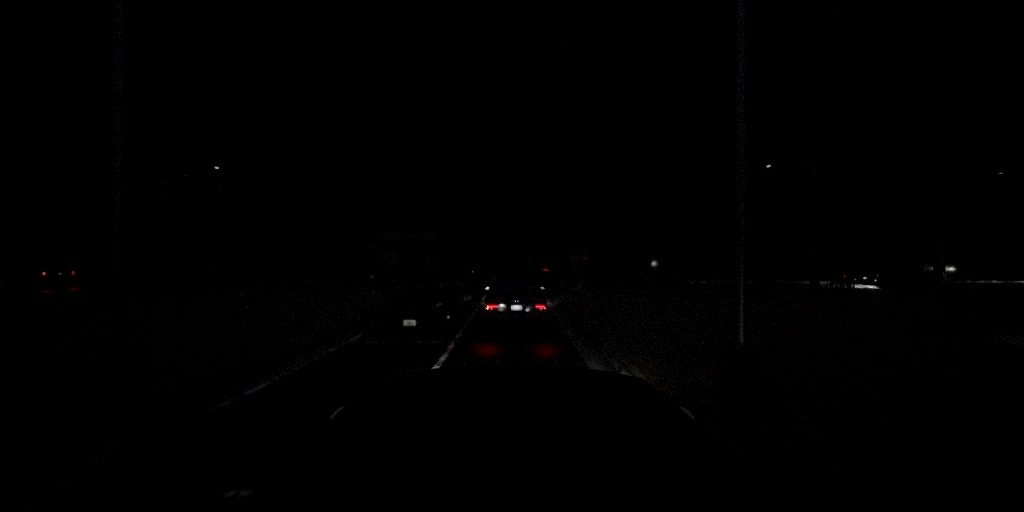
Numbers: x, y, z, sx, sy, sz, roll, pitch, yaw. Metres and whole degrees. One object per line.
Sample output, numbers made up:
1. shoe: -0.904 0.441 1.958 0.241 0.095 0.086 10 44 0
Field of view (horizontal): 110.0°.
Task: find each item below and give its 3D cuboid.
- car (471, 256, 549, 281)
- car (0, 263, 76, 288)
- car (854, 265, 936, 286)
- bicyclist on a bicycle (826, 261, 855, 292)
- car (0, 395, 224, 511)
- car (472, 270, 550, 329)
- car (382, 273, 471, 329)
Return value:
1. car: -0.165 1.053 24.934 5.566 2.045 2.150 0 0 0
2. car: -33.638 1.273 25.014 4.553 1.767 2.097 0 0 0
3. car: 26.474 1.344 24.865 4.181 1.385 1.994 0 0 0
4. bicyclist on a bicycle: 17.393 1.090 19.031 0.582 1.620 1.656 0 0 0
5. car: -2.641 1.311 0.481 1.948 1.339 4.313 0 0 0
6. car: 0.095 1.335 11.416 2.033 1.411 5.357 0 0 0
7. car: -2.618 1.353 11.386 1.948 1.339 4.313 0 0 0
